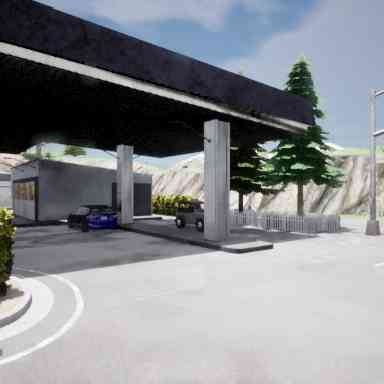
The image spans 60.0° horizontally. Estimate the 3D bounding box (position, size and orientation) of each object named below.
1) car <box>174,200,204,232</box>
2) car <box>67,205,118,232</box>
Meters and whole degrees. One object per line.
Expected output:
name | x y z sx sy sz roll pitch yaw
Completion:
car | 0.456 1.505 21.989 1.905 1.878 3.866 0 0 -36
car | -6.675 1.672 22.129 2.242 1.667 4.611 0 0 -37
